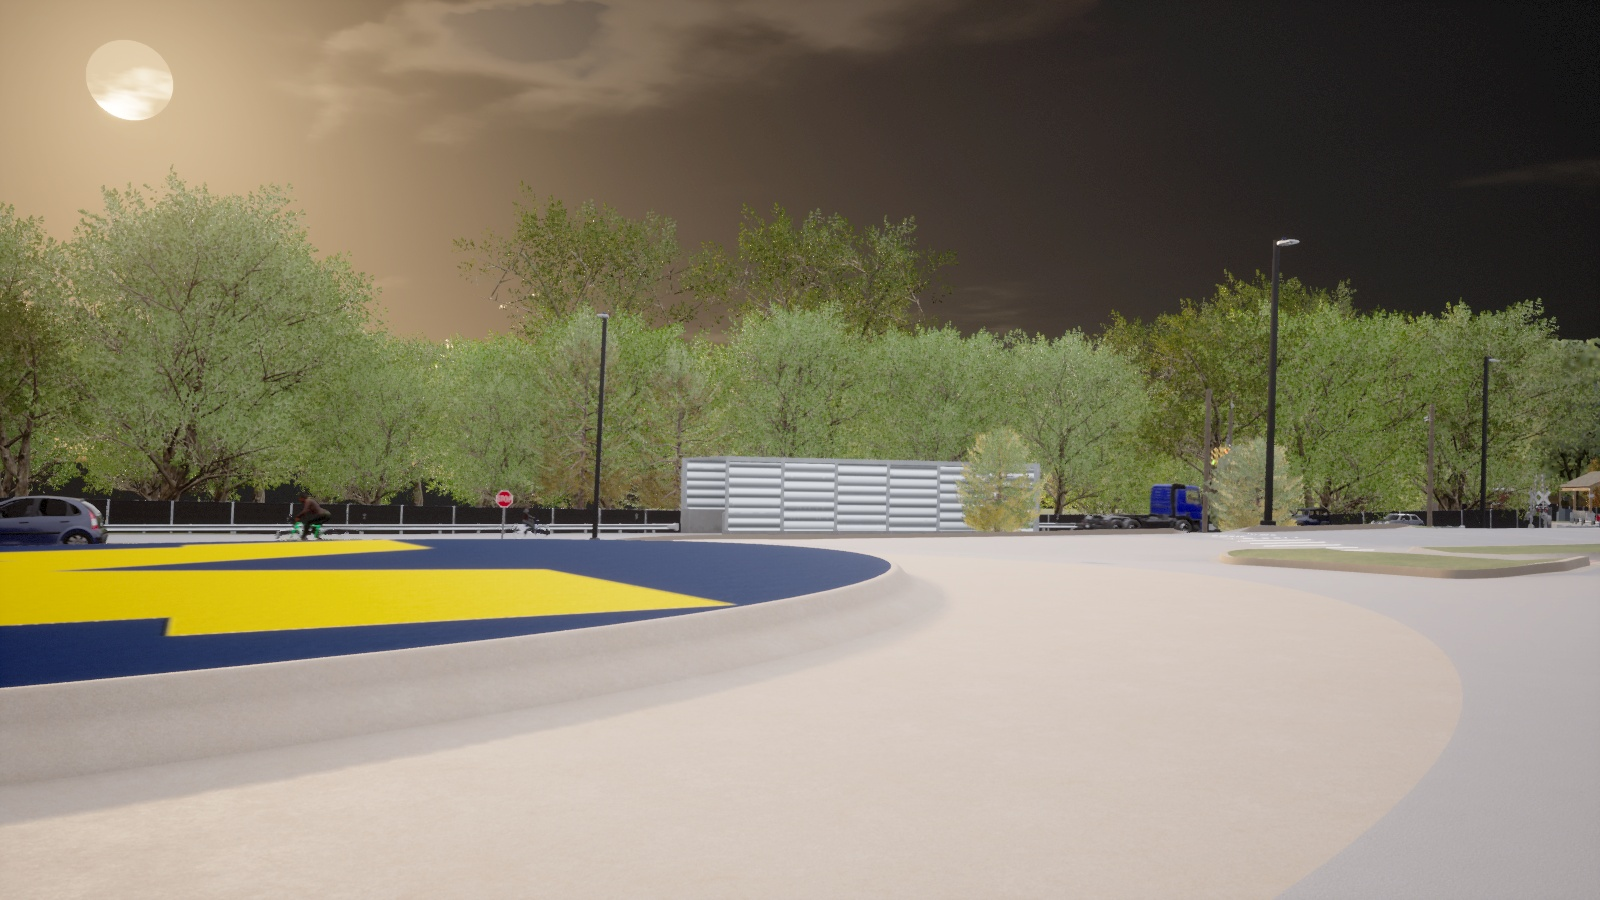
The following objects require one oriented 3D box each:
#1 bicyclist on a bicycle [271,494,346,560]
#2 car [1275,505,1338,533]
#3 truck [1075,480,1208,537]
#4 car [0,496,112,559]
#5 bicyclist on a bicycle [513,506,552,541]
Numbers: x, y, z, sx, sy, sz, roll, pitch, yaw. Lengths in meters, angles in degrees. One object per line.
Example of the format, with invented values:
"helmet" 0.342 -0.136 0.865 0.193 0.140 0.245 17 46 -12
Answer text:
"bicyclist on a bicycle" -12.450 1.956 31.833 1.656 1.620 0.582 0 -7 -9
"car" 35.733 4.847 88.594 3.866 1.878 1.905 1 -1 -21
"truck" 21.668 3.713 79.609 7.936 3.462 2.891 1 -1 -21
"car" -21.109 2.090 34.136 3.988 1.617 1.851 2 -1 -23
"bicyclist on a bicycle" -13.821 3.794 64.923 1.843 1.776 0.659 1 -1 -26
